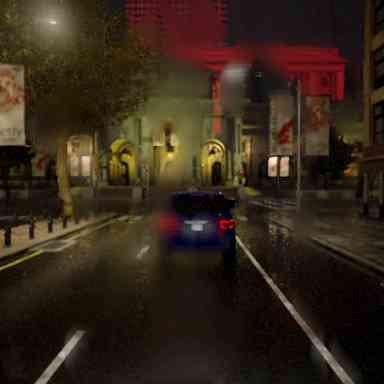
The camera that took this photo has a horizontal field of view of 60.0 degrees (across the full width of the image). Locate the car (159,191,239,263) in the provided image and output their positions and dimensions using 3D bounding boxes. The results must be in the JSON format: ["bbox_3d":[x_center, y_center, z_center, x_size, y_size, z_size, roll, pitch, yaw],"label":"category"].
[{"bbox_3d":[0.180,1.000,11.214,2.150,2.045,5.566,0,0,1],"label":"car"}]

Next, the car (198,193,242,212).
[{"bbox_3d":[2.696,0.914,30.491,2.128,1.511,4.902,0,1,30],"label":"car"}]
